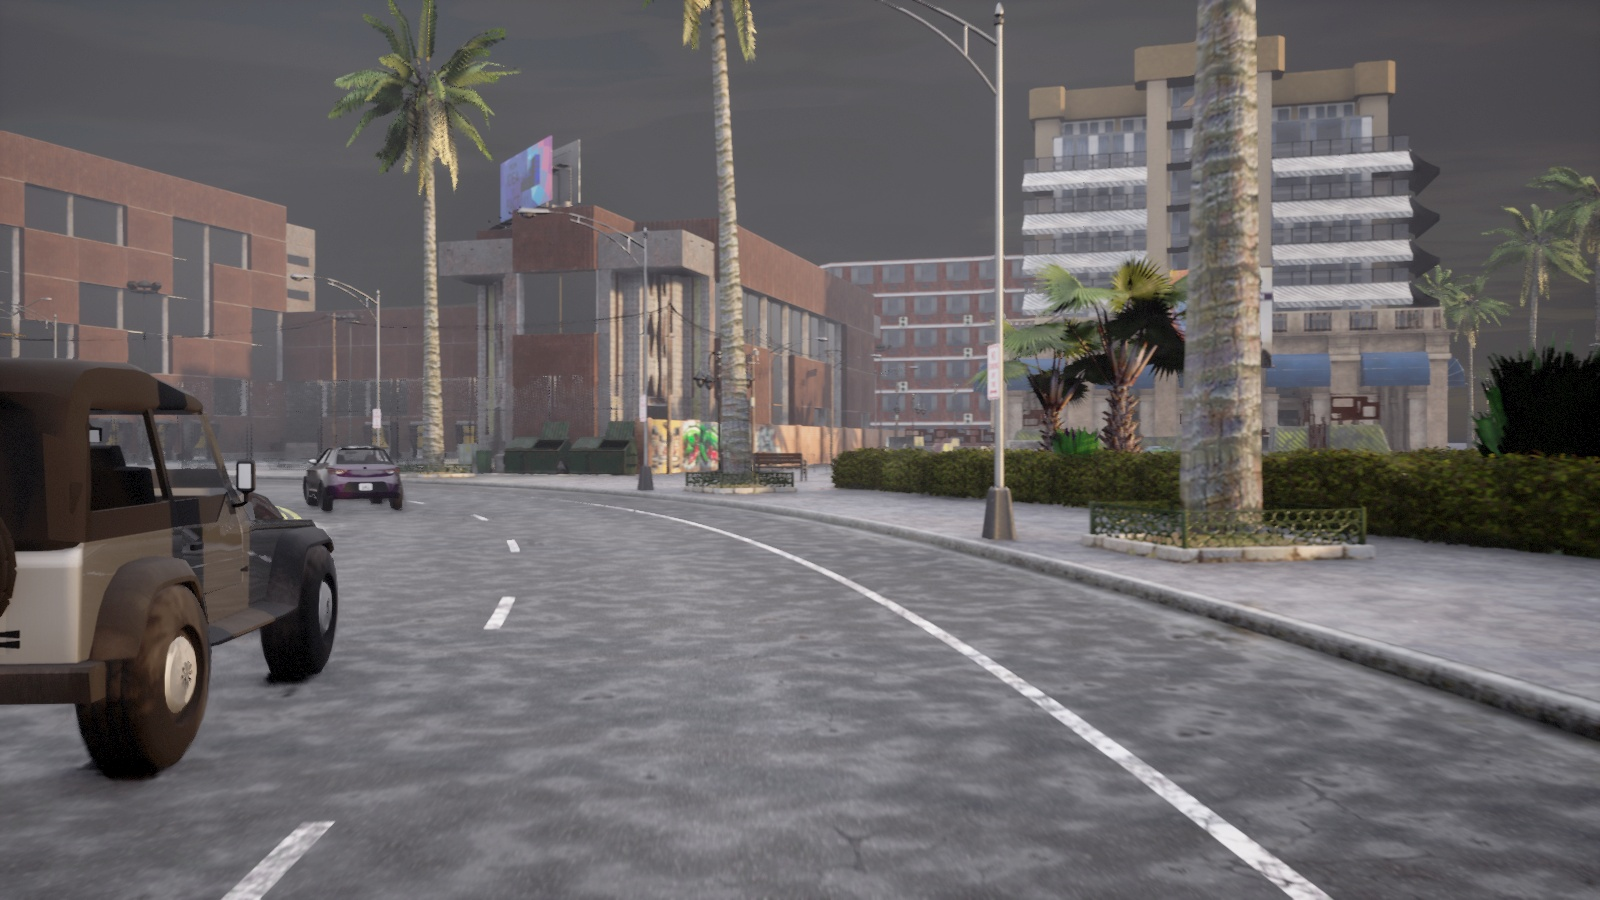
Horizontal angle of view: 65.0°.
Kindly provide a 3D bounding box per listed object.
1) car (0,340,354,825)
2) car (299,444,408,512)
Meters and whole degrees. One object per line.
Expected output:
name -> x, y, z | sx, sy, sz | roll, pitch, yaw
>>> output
car -> -3.882, 0.502, 6.735 | 1.905, 1.878, 3.866 | 0, 0, -5
car -> -10.574, 0.588, 29.571 | 1.816, 1.474, 4.193 | 0, 0, -28
